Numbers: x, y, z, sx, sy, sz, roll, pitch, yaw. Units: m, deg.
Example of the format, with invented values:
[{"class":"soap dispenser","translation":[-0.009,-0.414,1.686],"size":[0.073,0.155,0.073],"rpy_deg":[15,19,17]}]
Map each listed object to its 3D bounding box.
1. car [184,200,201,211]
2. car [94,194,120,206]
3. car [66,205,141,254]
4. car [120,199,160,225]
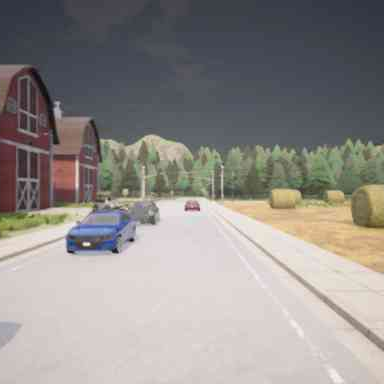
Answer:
[{"class":"car","translation":[0.063,1.682,41.954],"size":[1.994,1.385,4.181],"rpy_deg":[0,0,0]},{"class":"car","translation":[-7.692,1.234,30.910],"size":[1.905,1.878,3.866],"rpy_deg":[8,-4,-42]},{"class":"car","translation":[-3.567,1.518,13.834],"size":[1.882,1.535,5.008],"rpy_deg":[0,0,0]},{"class":"car","translation":[-3.536,1.421,24.366],"size":[2.097,1.767,4.553],"rpy_deg":[0,0,0]}]
